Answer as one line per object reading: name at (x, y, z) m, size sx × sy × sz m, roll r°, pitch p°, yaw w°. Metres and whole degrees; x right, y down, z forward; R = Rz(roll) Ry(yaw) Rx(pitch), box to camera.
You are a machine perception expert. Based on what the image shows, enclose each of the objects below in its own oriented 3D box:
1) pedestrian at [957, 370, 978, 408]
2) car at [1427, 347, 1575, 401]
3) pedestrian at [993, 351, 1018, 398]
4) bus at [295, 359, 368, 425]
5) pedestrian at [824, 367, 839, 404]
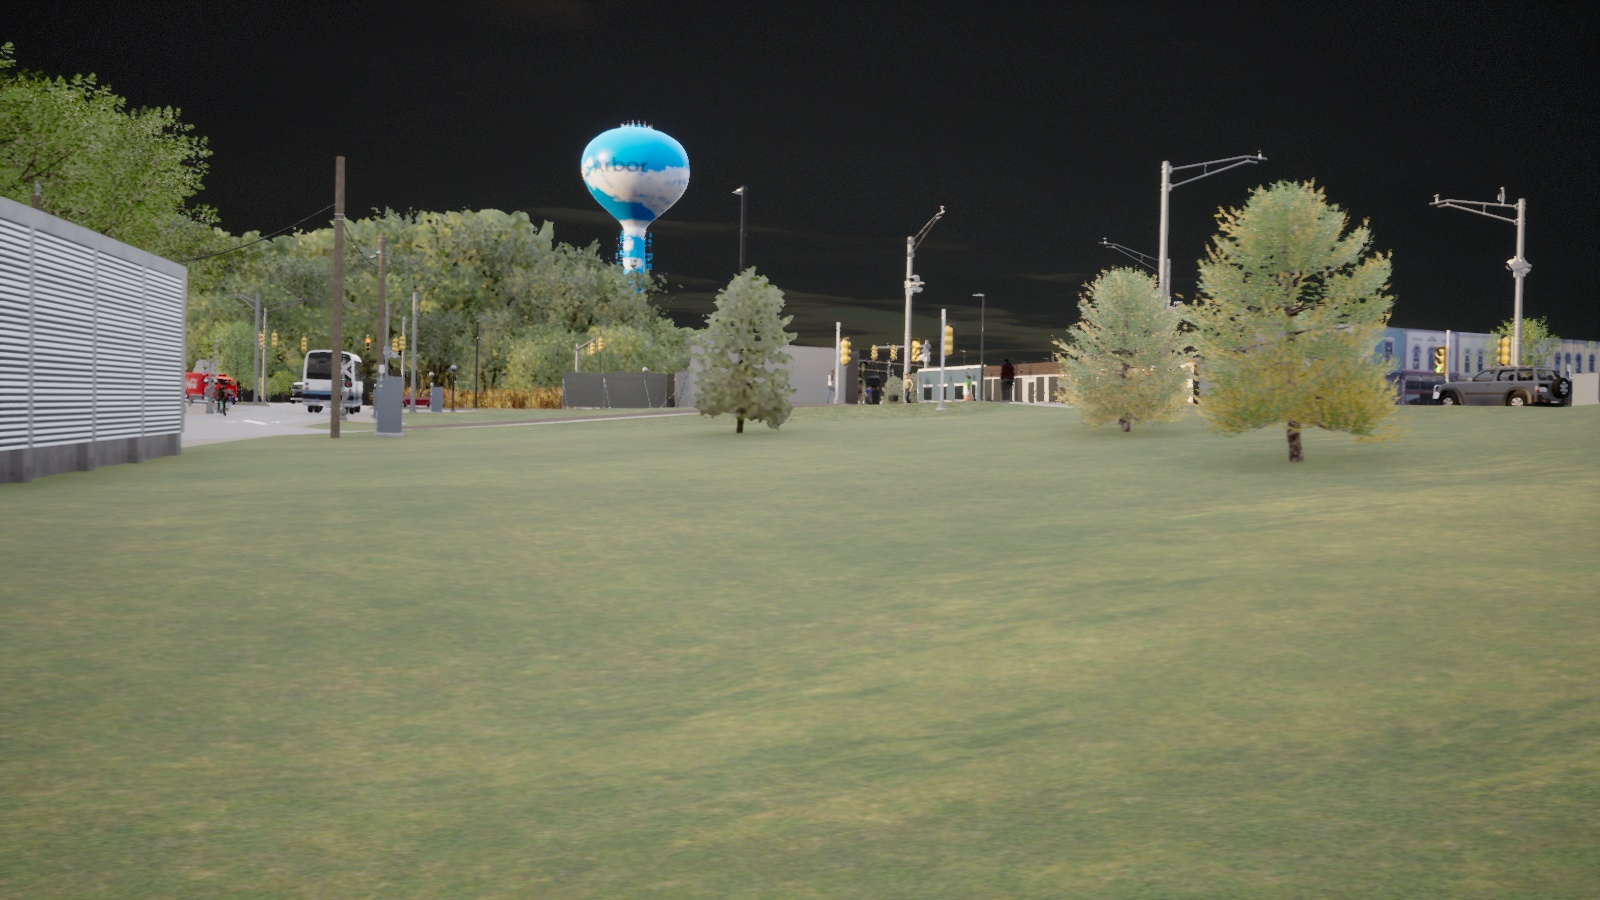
pedestrian at (8.703, -3.162, 65.421) m, size 0.873 × 1.952 × 0.659 m, roll 0°, pitch 1°, yaw -18°
car at (26.415, -2.831, 47.512) m, size 1.932 × 1.855 × 4.605 m, roll 0°, pitch 1°, yaw -25°
pedestrian at (8.276, -3.032, 50.695) m, size 0.634 × 1.844 × 0.899 m, roll 0°, pitch 1°, yaw -20°
bus at (-32.730, -4.040, 88.196) m, size 3.944 × 4.253 × 10.273 m, roll 1°, pitch 2°, yaw -16°
pedestrian at (1.584, -3.207, 62.860) m, size 0.706 × 1.836 × 0.354 m, roll 0°, pitch 1°, yaw -15°
